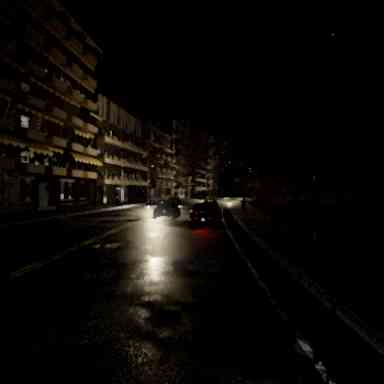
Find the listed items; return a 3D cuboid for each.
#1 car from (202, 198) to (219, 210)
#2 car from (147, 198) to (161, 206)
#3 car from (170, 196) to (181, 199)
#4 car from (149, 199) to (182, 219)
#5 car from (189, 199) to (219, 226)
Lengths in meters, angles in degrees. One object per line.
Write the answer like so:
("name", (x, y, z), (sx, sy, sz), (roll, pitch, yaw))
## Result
("car", (2.425, 1.565, 43.477), (1.994, 1.385, 4.181), (0, 0, 6))
("car", (-6.087, 1.598, 55.719), (1.895, 1.301, 4.718), (0, 0, 8))
("car", (-2.879, 1.509, 55.230), (1.837, 1.490, 4.892), (0, 0, 8))
("car", (-2.097, 1.543, 28.763), (1.994, 1.385, 4.181), (0, 0, 4))
("car", (0.822, 1.488, 23.479), (1.837, 1.490, 4.892), (0, 0, 3))
